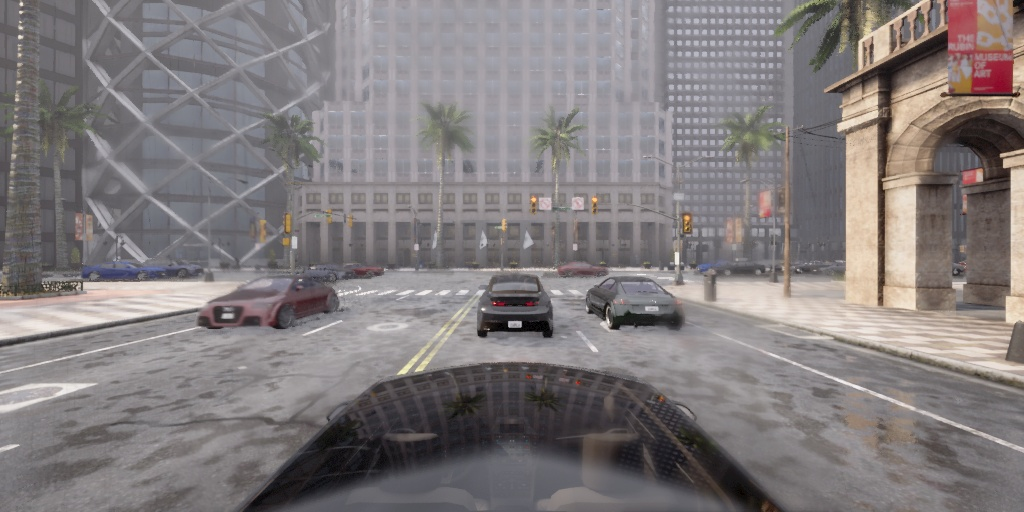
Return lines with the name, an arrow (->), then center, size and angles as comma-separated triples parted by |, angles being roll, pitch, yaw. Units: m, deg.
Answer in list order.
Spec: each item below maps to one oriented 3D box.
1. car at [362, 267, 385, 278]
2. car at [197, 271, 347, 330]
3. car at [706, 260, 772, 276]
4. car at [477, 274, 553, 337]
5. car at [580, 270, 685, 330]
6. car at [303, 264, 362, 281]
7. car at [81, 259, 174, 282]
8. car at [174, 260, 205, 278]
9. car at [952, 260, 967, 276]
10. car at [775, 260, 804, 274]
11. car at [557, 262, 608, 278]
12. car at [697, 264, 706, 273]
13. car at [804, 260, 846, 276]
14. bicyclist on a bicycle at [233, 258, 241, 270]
car -> -14.317, 1.351, 33.150 | 4.718, 1.301, 1.895 | 0, 0, 0
car -> -7.096, 1.314, 10.955 | 1.994, 1.385, 4.181 | 0, 0, 0
car -> 23.195, 1.228, 36.765 | 5.008, 1.535, 1.882 | 0, 0, 0
car -> 0.080, 1.255, 10.293 | 1.837, 1.490, 4.892 | 0, 0, 0
car -> 3.584, 1.314, 11.158 | 1.994, 1.385, 4.181 | 0, 0, 0
car -> -14.667, 1.314, 28.703 | 4.181, 1.385, 1.994 | 0, 0, 14
car -> -31.122, 1.227, 28.939 | 5.008, 1.535, 1.882 | 0, 0, -13
car -> -30.738, 1.103, 32.447 | 4.553, 1.767, 2.097 | 0, 0, -11
car -> 43.029, 1.242, 36.683 | 4.902, 1.511, 2.128 | 0, 0, 0
car -> 33.030, 1.242, 40.231 | 4.902, 1.511, 2.128 | 0, 0, 0
car -> 6.511, 1.276, 33.113 | 4.674, 1.442, 1.812 | 0, 0, 0
car -> 23.457, 1.228, 40.264 | 5.008, 1.535, 1.882 | 0, 0, 0
car -> 33.063, 1.314, 36.733 | 4.181, 1.385, 1.994 | 0, 0, 0
bicyclist on a bicycle -> -35.735, 1.051, 46.614 | 0.582, 1.620, 1.656 | 0, 0, -12
